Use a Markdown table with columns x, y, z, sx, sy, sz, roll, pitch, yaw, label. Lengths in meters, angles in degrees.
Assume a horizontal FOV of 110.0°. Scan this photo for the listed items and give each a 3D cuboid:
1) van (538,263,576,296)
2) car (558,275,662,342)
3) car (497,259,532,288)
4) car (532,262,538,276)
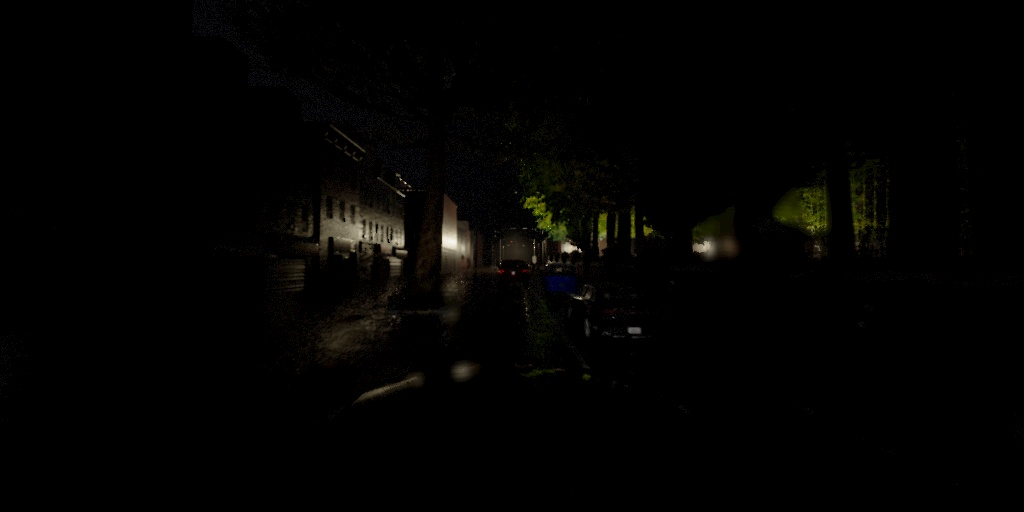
| x | y | z | sx | sy | sz | roll | pitch | yaw | label |
| --- | --- | --- | --- | --- | --- | --- | --- | --- | --- |
| 2.637 | 1.328 | 20.819 | 1.690 | 1.789 | 3.998 | 0 | 0 | 0 | van |
| 2.638 | 1.400 | 9.921 | 2.007 | 1.370 | 4.403 | 0 | 0 | 0 | car |
| 0.091 | 1.286 | 26.956 | 2.150 | 2.045 | 5.566 | 0 | -1 | 0 | car |
| 2.636 | 1.801 | 42.784 | 1.751 | 1.417 | 4.829 | 0 | 0 | 0 | car |
